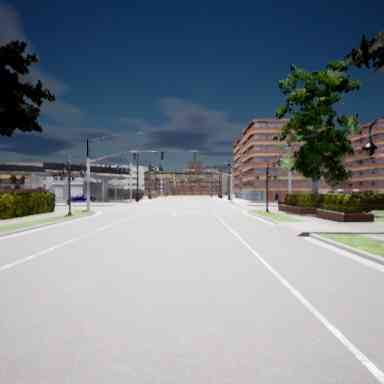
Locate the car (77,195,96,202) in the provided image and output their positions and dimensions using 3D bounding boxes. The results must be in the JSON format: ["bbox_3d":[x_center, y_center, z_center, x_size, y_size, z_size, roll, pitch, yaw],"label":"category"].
[{"bbox_3d":[-24.029,1.419,75.925,3.806,1.475,1.970,0,0,1],"label":"car"}]

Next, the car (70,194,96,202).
[{"bbox_3d":[-23.312,1.258,70.175,4.611,1.667,2.242,0,0,1],"label":"car"}]
